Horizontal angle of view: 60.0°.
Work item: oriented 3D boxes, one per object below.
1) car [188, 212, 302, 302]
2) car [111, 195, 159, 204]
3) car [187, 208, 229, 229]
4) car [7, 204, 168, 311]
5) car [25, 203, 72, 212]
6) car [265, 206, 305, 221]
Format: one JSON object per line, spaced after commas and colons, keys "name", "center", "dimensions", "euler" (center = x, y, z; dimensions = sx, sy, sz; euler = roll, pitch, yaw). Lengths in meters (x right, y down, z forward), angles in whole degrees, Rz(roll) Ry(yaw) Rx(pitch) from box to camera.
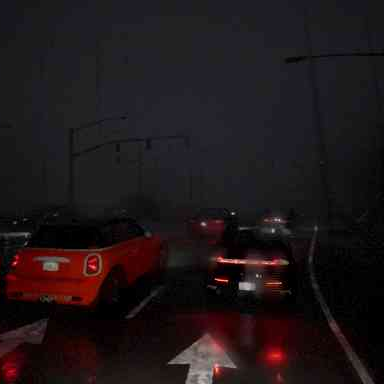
{"name": "car", "center": [1.558, 1.492, 8.371], "dimensions": [2.128, 1.511, 4.902], "euler": [0, 0, 13]}
{"name": "car", "center": [-4.249, 1.223, 23.710], "dimensions": [2.150, 2.045, 5.566], "euler": [0, 0, 22]}
{"name": "car", "center": [1.281, 1.564, 18.124], "dimensions": [1.994, 1.385, 4.181], "euler": [0, 0, 20]}
{"name": "car", "center": [-2.101, 1.353, 8.057], "dimensions": [2.097, 1.767, 4.553], "euler": [0, 0, 12]}
{"name": "car", "center": [-9.105, 1.506, 21.009], "dimensions": [1.837, 1.490, 4.892], "euler": [0, 0, 21]}
{"name": "car", "center": [4.636, 1.505, 17.249], "dimensions": [1.837, 1.490, 4.892], "euler": [0, 0, 21]}
